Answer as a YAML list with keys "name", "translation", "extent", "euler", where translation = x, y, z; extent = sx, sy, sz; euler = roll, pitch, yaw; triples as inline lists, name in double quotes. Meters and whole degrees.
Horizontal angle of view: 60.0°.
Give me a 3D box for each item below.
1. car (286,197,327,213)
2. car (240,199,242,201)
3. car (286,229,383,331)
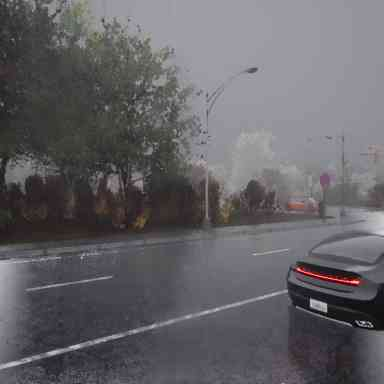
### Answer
- name: "car"
  translation: [12.594, 1.352, 36.887]
  extent: [2.097, 1.767, 4.553]
  euler: [0, 0, -32]
- name: "car"
  translation: [7.326, 1.501, 45.249]
  extent: [1.837, 1.490, 4.892]
  euler: [0, 0, -32]
- name: "car"
  translation: [3.923, 1.505, 6.537]
  extent: [4.892, 1.490, 1.837]
  euler: [0, 0, -35]
